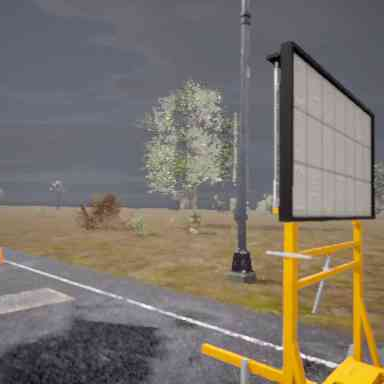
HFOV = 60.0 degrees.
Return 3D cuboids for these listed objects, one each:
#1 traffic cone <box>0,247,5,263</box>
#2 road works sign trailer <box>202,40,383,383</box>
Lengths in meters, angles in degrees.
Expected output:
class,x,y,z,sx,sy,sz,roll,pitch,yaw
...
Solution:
class,x,y,z,sx,sy,sz,roll,pitch,yaw
traffic cone,-7.527,2.467,13.044,0.340,0.580,0.340,-1,-4,41
road works sign trailer,1.253,0.676,3.389,2.880,3.560,2.380,-1,-4,41
